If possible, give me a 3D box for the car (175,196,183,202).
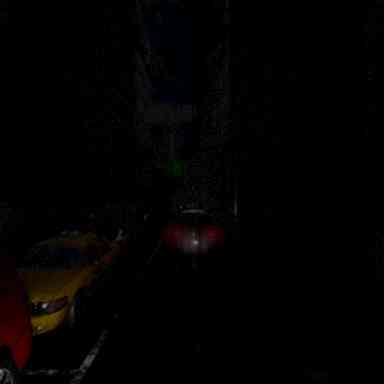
[{"bbox_3d":[-2.668,1.589,74.841,1.994,1.385,4.181,0,0,0],"label":"car"}]

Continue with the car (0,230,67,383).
[{"bbox_3d":[-2.634,1.314,1.511,2.192,1.841,5.009,0,0,0],"label":"car"}]

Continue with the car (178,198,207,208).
[{"bbox_3d":[0.091,1.468,24.544,1.882,1.535,5.008,0,0,0],"label":"car"}]

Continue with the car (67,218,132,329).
[{"bbox_3d":[-2.635,1.521,6.955,1.752,1.417,4.829,0,0,0],"label":"car"}]

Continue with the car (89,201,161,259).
[{"bbox_3d":[-2.635,1.309,12.739,2.192,1.841,5.009,0,0,0],"label":"car"}]

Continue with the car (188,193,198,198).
[{"bbox_3d":[0.098,1.543,82.108,1.837,1.490,4.892,0,0,0],"label":"car"}]

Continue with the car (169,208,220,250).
[{"bbox_3d":[0.099,1.594,14.349,1.895,1.301,4.718,0,0,0],"label":"car"}]
